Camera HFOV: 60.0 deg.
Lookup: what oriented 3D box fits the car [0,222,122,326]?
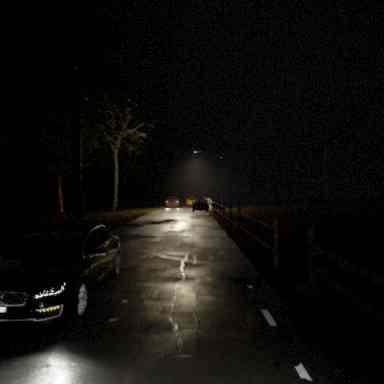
[{"bbox_3d":[-2.852,1.504,7.393,1.837,1.490,4.892,0,0,0],"label":"car"}]

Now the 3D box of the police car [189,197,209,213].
[{"bbox_3d":[0.956,1.479,38.549,1.930,1.638,5.238,0,0,0],"label":"police car"}]

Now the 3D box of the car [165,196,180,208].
[{"bbox_3d":[-2.836,1.450,49.770,2.097,1.767,4.553,0,0,0],"label":"car"}]

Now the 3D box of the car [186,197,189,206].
[{"bbox_3d":[-0.009,1.608,56.314,1.882,1.535,5.008,0,0,0],"label":"car"}]

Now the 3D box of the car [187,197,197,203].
[{"bbox_3d":[-0.011,1.737,74.129,2.033,1.411,5.357,0,-1,0],"label":"car"}]
